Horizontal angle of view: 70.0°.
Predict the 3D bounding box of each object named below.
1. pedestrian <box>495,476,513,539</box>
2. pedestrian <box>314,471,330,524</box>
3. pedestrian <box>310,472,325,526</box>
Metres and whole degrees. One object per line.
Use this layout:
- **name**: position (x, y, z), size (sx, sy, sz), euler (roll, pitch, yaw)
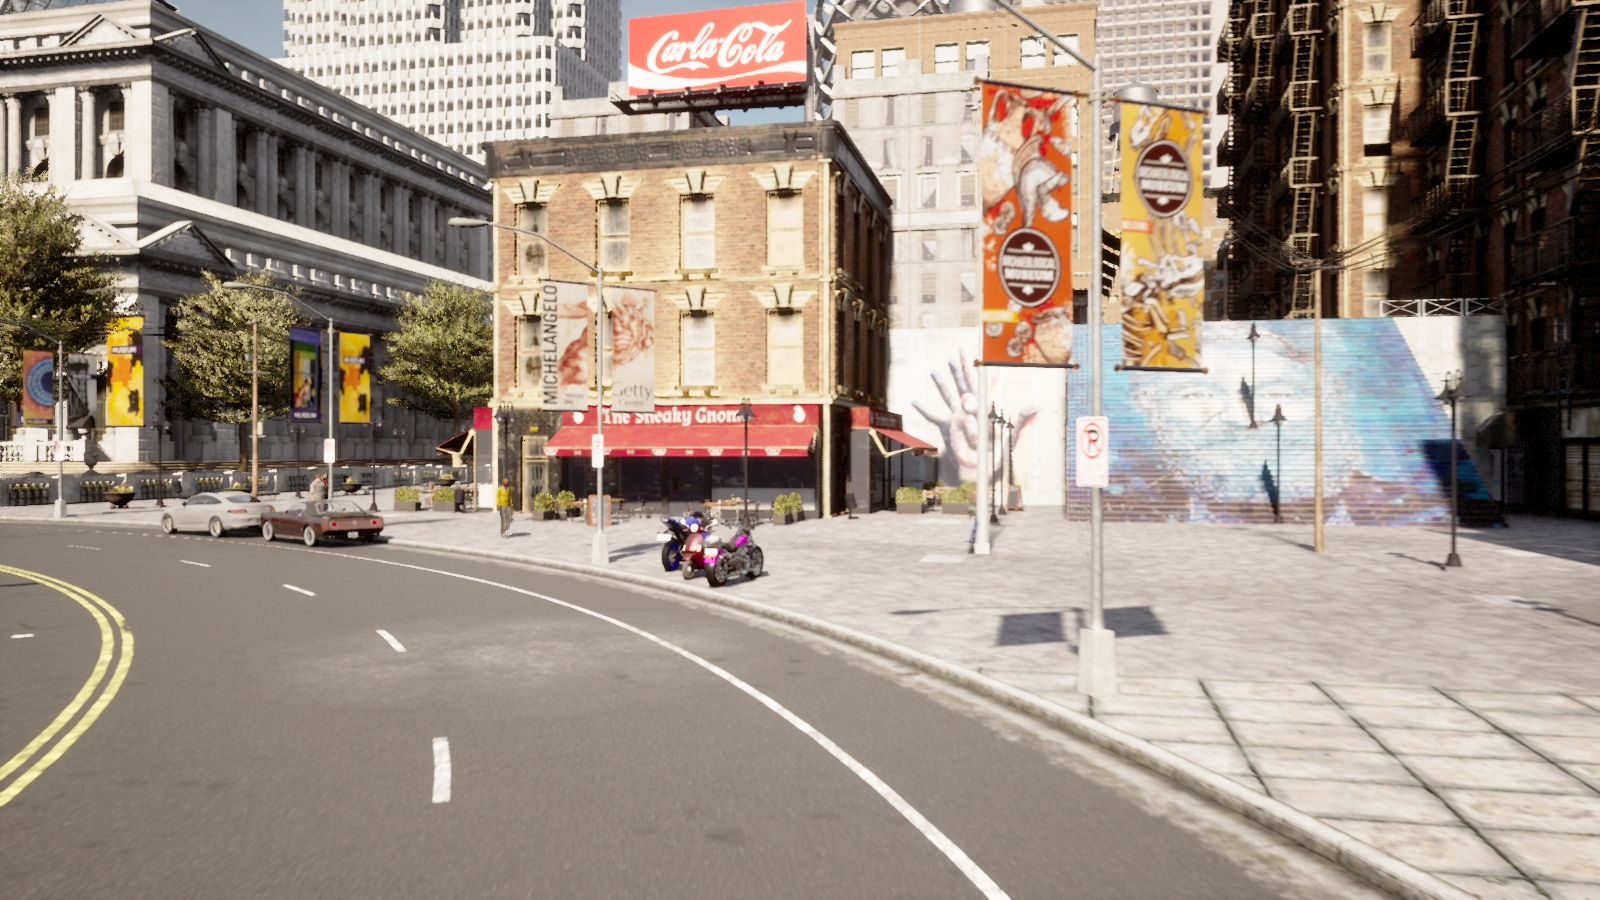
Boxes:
- **pedestrian**: position (-8.824, 1.698, 34.110), size (0.375, 1.860, 0.375), euler (0, 0, 44)
- **pedestrian**: position (-17.093, 1.703, 40.891), size (0.375, 1.860, 0.375), euler (0, 0, 24)
- **pedestrian**: position (-16.778, 1.701, 39.738), size (0.375, 1.860, 0.375), euler (0, 0, 42)
